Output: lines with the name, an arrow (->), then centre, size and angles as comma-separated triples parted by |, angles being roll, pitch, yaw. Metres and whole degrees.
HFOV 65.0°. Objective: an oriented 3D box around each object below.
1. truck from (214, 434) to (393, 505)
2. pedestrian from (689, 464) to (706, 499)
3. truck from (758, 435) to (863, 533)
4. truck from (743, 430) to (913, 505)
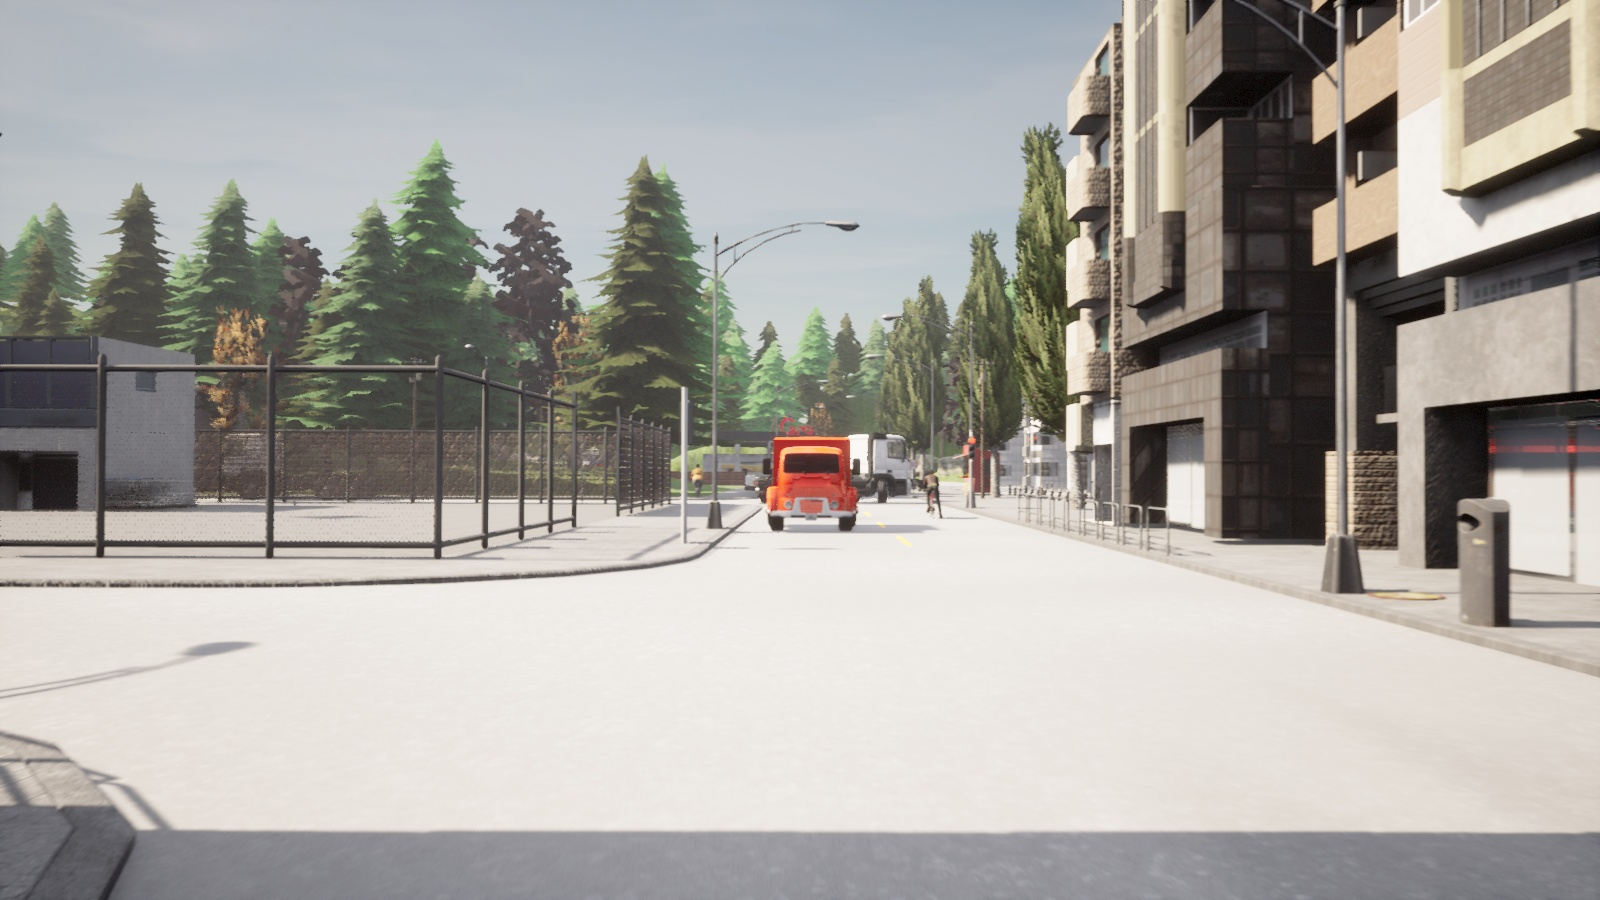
truck -> -25.173, 0.999, 63.908 | 7.936, 3.462, 2.891 | 0, -1, 1
pedestrian -> -5.492, 1.670, 67.495 | 0.874, 1.855, 0.900 | 0, -1, -3
truck -> 0.305, 0.897, 34.278 | 2.627, 2.467, 5.204 | 0, -1, 1
truck -> 1.412, 0.840, 60.943 | 7.936, 3.462, 2.891 | 0, -1, -31
